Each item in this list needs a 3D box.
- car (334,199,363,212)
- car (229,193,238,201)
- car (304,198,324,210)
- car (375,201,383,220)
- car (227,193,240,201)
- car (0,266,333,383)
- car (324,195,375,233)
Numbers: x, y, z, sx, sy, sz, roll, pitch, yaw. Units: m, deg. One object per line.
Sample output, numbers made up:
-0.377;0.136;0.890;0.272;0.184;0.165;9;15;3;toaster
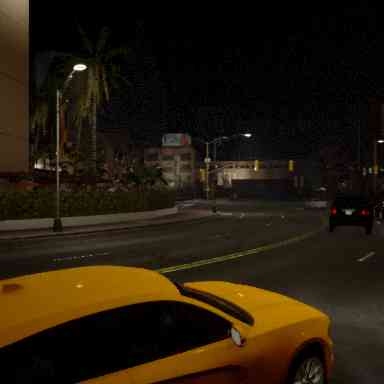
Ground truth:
18.683;1.541;39.893;1.994;1.385;4.181;0;0;8;car
10.797;1.289;87.333;2.185;1.767;4.553;0;0;7;car
15.440;1.499;41.826;1.812;1.442;4.674;0;0;8;car
16.234;1.492;27.370;1.837;1.490;4.892;0;1;18;car
10.165;1.419;80.938;2.097;1.535;5.008;0;0;7;car
-0.717;1.475;3.057;5.008;1.535;1.882;0;0;-35;car
9.589;1.210;19.930;2.150;2.045;5.566;0;0;29;car
